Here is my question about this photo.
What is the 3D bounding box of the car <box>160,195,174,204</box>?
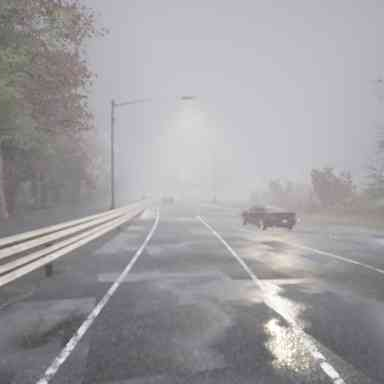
[{"bbox_3d":[-4.698,1.243,61.232,2.097,1.767,4.553,0,0,-13],"label":"car"}]

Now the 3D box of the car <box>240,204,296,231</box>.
[{"bbox_3d":[4.634,1.486,20.952,1.882,1.535,5.008,1,0,-13],"label":"car"}]
